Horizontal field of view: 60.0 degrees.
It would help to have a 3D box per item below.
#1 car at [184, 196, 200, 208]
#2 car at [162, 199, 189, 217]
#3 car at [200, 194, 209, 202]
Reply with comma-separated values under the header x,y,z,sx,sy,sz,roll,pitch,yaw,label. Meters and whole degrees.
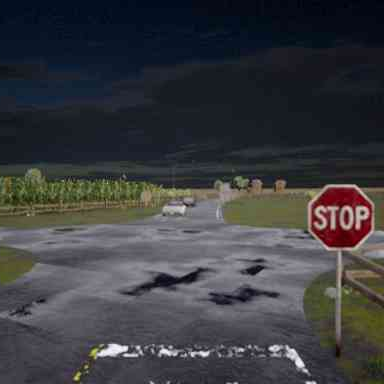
x,y,z,sx,sy,sz,roll,pitch,yaw,label
-0.418,1.481,47.241,1.882,1.535,5.008,0,0,6,car
-1.661,1.612,31.863,1.895,1.301,4.718,0,0,4,car
2.548,1.254,71.948,2.097,1.767,4.553,0,0,8,car
